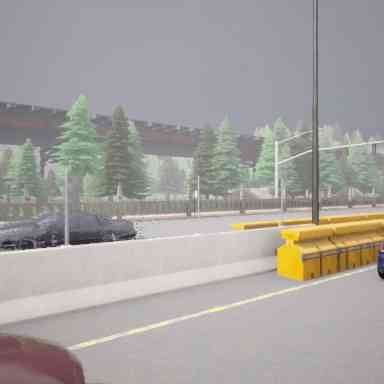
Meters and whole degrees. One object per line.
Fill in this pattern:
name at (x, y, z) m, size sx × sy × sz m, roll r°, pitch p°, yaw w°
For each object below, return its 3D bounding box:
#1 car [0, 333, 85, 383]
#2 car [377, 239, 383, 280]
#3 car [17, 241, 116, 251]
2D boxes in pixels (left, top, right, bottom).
car at (-2.913, 1.526, 1.664) m, size 4.674 × 1.442 × 1.812 m, roll 0°, pitch 0°, yaw -36°
car at (6.824, 1.352, 8.637) m, size 4.553 × 1.767 × 2.097 m, roll 0°, pitch 0°, yaw -36°
car at (-4.934, 1.548, 13.356) m, size 5.357 × 1.411 × 2.033 m, roll 0°, pitch 0°, yaw -35°
